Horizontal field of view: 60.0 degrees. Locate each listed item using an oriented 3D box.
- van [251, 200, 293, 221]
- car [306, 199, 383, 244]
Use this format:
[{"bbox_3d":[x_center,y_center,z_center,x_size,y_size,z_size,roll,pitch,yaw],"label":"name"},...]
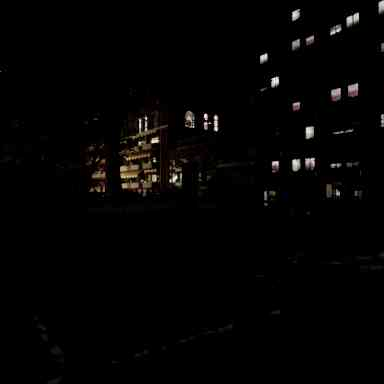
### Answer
[{"bbox_3d":[7.160,1.642,30.208,1.690,1.788,3.998,-1,0,-36],"label":"van"},{"bbox_3d":[8.469,1.362,17.234,2.150,2.045,5.566,0,-1,-24],"label":"car"}]
